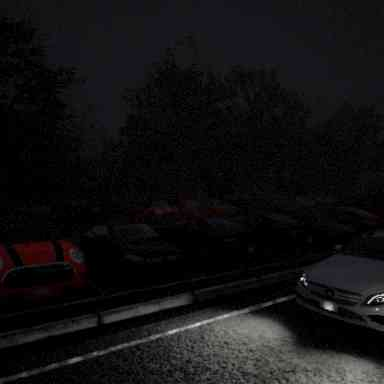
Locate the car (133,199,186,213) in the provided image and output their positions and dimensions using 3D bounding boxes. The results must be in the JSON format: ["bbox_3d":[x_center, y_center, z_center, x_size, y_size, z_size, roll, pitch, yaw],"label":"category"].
[{"bbox_3d":[-2.804,1.333,25.536,2.185,1.767,4.553,-1,0,-35],"label":"car"}]

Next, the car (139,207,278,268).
[{"bbox_3d":[0.286,1.520,11.688,2.097,1.535,5.008,-1,0,-35],"label":"car"}]

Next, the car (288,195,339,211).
[{"bbox_3d":[13.282,1.133,36.765,2.097,1.535,5.008,-1,1,-35],"label":"car"}]

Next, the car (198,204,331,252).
[{"bbox_3d":[2.571,1.494,13.288,2.097,1.535,5.008,-1,0,-35],"label":"car"}]

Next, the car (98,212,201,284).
[{"bbox_3d":[-2.003,1.579,10.096,2.002,1.452,4.674,-1,0,-35],"label":"car"}]

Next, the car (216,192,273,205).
[{"bbox_3d":[4.173,1.070,30.348,2.435,2.045,5.566,-1,1,-35],"label":"car"}]

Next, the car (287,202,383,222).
[{"bbox_3d":[7.135,1.458,16.486,2.002,1.452,4.674,-1,1,-35],"label":"car"}]

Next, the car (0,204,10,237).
[{"bbox_3d":[-11.821,1.541,18.960,1.946,1.575,5.366,0,0,-35],"label":"car"}]

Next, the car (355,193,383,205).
[{"bbox_3d":[24.690,0.929,44.747,2.002,1.452,4.674,-1,1,-35],"label":"car"}]

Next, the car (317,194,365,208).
[{"bbox_3d":[17.830,1.066,39.977,2.163,1.488,4.792,-1,1,-35],"label":"car"}]

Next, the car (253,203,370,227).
[{"bbox_3d":[4.868,1.490,14.867,2.163,1.488,4.792,-1,1,-35],"label":"car"}]

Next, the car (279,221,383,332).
[{"bbox_3d":[4.037,1.498,6.554,4.674,1.442,1.812,0,0,-35],"label":"car"}]

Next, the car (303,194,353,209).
[{"bbox_3d":[15.563,1.086,38.363,2.231,1.521,4.892,-1,1,-35],"label":"car"}]

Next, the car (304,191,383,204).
[{"bbox_3d":[9.393,1.120,18.105,2.435,2.045,5.566,-1,1,-35],"label":"car"}]

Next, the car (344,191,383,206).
[{"bbox_3d":[22.426,0.813,43.121,2.185,1.767,4.553,-1,1,-35],"label":"car"}]

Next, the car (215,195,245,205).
[{"bbox_3d":[1.773,1.365,28.928,1.946,1.575,5.366,-1,1,-35],"label":"car"}]

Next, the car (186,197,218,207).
[{"bbox_3d":[-0.500,1.416,27.105,2.097,1.535,5.008,-1,1,-35],"label":"car"}]

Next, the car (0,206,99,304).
[{"bbox_3d":[-4.304,1.423,8.521,2.185,1.767,4.553,0,0,-35],"label":"car"}]

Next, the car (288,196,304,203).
[{"bbox_3d":[11.003,1.220,35.166,2.002,1.452,4.674,-1,1,-35],"label":"car"}]

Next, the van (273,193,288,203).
[{"bbox_3d":[6.506,1.048,31.873,1.878,1.987,4.442,-1,1,-35],"label":"van"}]

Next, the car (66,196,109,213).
[{"bbox_3d":[-7.375,1.266,22.333,2.435,2.045,5.566,-1,0,-35],"label":"car"}]

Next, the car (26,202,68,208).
[{"bbox_3d":[-9.645,1.535,20.716,2.097,1.535,5.008,0,0,-35],"label":"car"}]
